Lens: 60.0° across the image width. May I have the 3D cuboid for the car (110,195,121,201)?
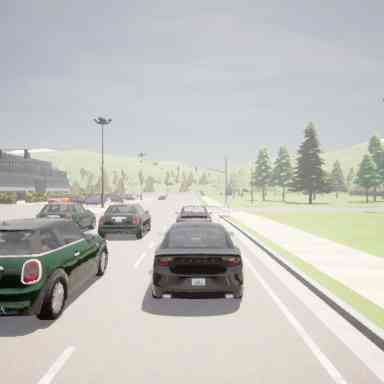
[{"bbox_3d":[-19.629,1.552,85.296,1.994,1.385,4.181,0,0,0],"label":"car"}]

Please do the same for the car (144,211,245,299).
[{"bbox_3d":[0.114,1.478,8.499,1.882,1.535,5.008,0,0,0],"label":"car"}]

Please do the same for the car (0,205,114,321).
[{"bbox_3d":[-3.387,1.353,7.449,2.097,1.767,4.553,0,0,0],"label":"car"}]

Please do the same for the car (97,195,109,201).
[{"bbox_3d":[-23.126,1.552,86.633,1.994,1.385,4.181,0,0,0],"label":"car"}]

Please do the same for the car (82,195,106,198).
[{"bbox_3d":[-16.145,1.525,54.949,1.812,1.442,4.674,0,0,-1],"label":"car"}]

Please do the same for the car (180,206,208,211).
[{"bbox_3d":[0.100,1.491,17.917,2.128,1.511,4.902,0,0,0],"label":"car"}]

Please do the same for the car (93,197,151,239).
[{"bbox_3d":[-3.411,1.352,17.573,2.097,1.767,4.553,0,0,0],"label":"car"}]

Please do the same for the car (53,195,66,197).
[{"bbox_3d":[-23.485,1.351,58.287,2.097,1.767,4.553,0,0,6],"label":"car"}]

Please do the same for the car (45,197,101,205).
[{"bbox_3d":[-6.915,1.352,18.553,2.097,1.767,4.553,0,0,0],"label":"car"}]

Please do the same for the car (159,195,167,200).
[{"bbox_3d":[-8.117,1.525,92.093,2.128,1.511,4.902,0,0,0],"label":"car"}]

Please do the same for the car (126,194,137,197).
[{"bbox_3d":[-16.128,1.552,85.940,1.994,1.385,4.181,0,0,0],"label":"car"}]

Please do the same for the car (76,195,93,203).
[{"bbox_3d":[-23.153,1.525,71.877,2.128,1.511,4.902,0,0,0],"label":"car"}]

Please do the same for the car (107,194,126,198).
[{"bbox_3d":[-16.154,1.500,71.191,1.837,1.490,4.892,0,0,0],"label":"car"}]
